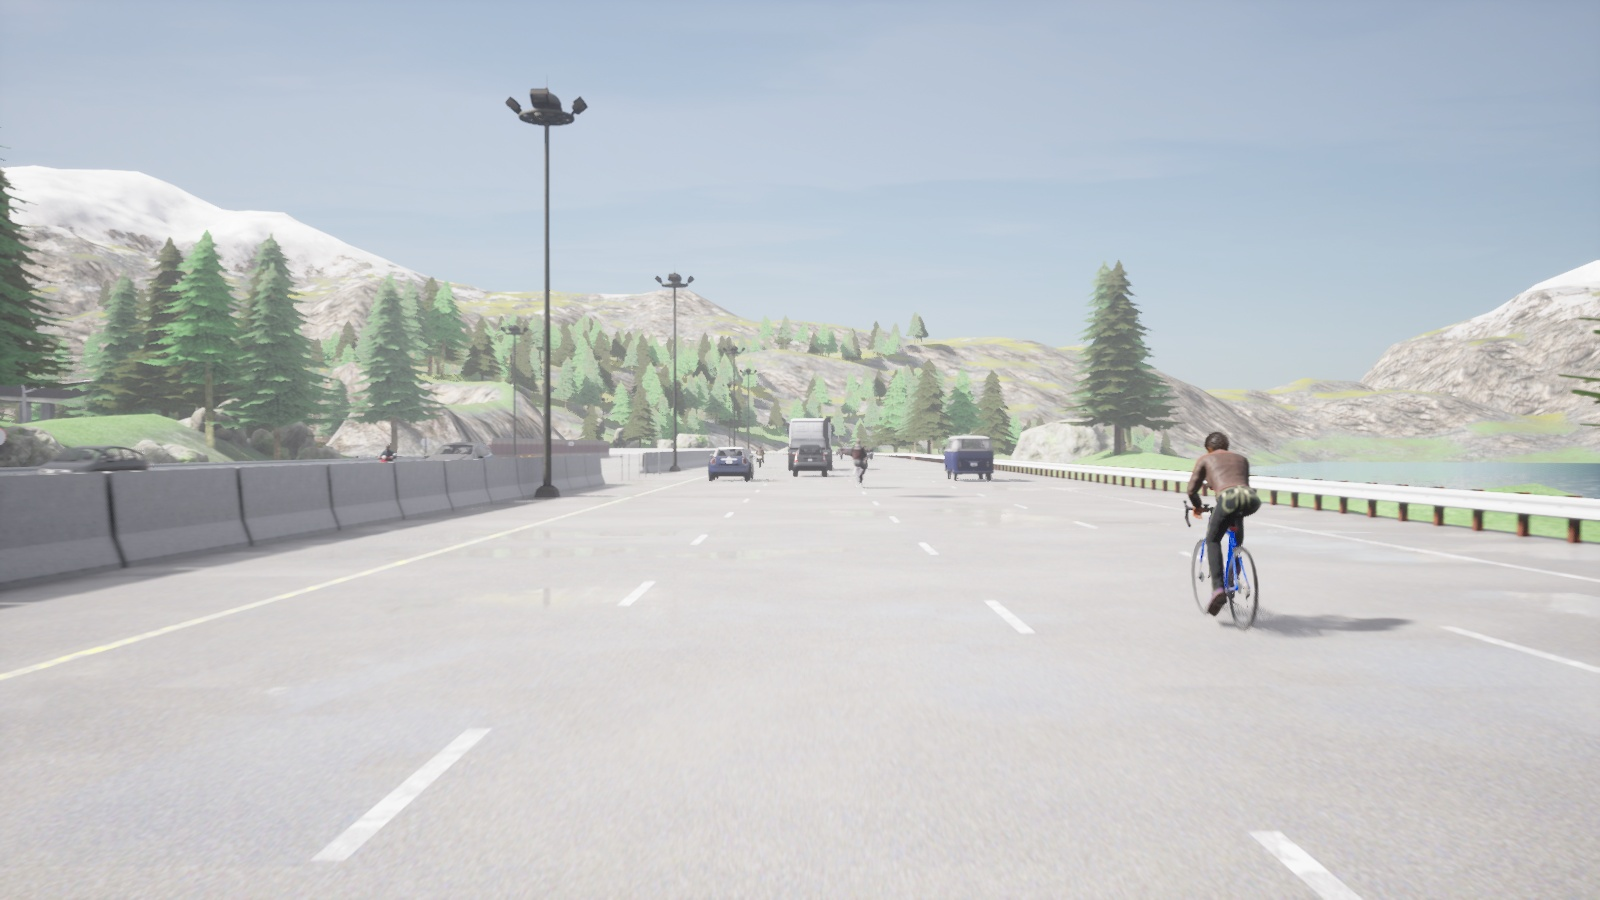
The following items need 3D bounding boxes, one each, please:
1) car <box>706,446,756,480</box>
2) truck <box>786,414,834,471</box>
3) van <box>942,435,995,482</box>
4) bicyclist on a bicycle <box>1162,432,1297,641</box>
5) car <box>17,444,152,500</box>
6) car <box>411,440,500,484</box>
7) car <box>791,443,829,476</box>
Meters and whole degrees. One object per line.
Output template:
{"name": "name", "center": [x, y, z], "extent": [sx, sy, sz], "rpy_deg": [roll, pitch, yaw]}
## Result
{"name": "car", "center": [-3.056, 0.559, 56.305], "extent": [1.970, 1.475, 3.806], "rpy_deg": [0, 0, 0]}
{"name": "truck", "center": [0.652, -0.451, 80.744], "extent": [2.891, 3.462, 7.936], "rpy_deg": [0, 0, 1]}
{"name": "van", "center": [7.439, 0.356, 55.757], "extent": [1.775, 1.987, 4.442], "rpy_deg": [0, 0, 0]}
{"name": "bicyclist on a bicycle", "center": [3.577, 0.674, 10.587], "extent": [0.582, 1.620, 1.656], "rpy_deg": [0, 0, 0]}
{"name": "car", "center": [-20.726, 0.613, 36.538], "extent": [1.789, 1.549, 3.705], "rpy_deg": [0, 0, 0]}
{"name": "car", "center": [-13.613, 0.446, 49.909], "extent": [2.242, 1.667, 4.611], "rpy_deg": [0, 0, 0]}
{"name": "car", "center": [0.508, 0.475, 63.778], "extent": [1.851, 1.617, 3.988], "rpy_deg": [0, 0, 0]}
